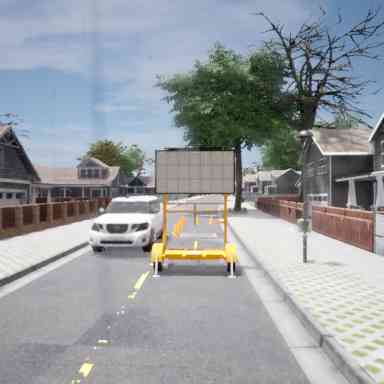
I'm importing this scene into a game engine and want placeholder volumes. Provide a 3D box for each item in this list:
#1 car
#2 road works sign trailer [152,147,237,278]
[{"bbox_3d":[-2.478,1.213,14.011,2.150,2.045,5.566,0,0,2],"label":"car"},{"bbox_3d":[0.096,0.461,10.140,2.380,3.560,2.880,0,0,2],"label":"road works sign trailer"}]
